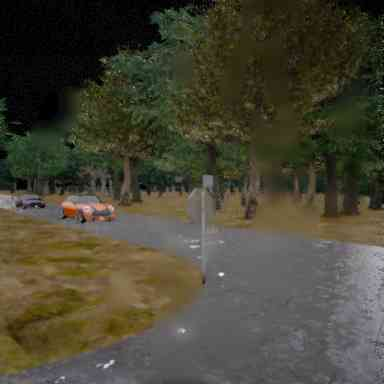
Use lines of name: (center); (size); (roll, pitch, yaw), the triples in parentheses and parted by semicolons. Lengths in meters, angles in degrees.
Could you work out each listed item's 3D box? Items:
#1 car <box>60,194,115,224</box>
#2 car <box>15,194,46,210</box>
car: (-6.803, 0.966, 21.514); (2.097, 1.767, 4.553); (-1, 1, -41)
car: (-15.866, 0.906, 32.448); (2.033, 1.411, 5.357); (-1, 1, -39)
